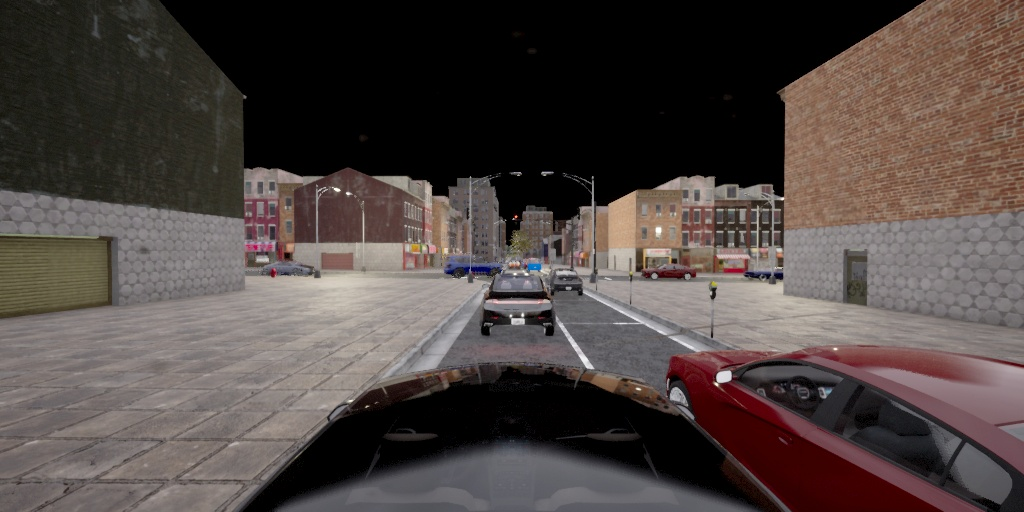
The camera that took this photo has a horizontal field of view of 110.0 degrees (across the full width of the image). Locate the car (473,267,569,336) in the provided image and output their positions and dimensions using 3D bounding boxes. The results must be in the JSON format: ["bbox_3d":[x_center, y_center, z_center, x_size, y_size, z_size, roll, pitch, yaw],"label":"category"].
[{"bbox_3d":[0.142,1.244,10.393,2.128,1.511,4.902,0,0,0],"label":"car"}]

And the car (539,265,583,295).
[{"bbox_3d":[2.723,1.318,19.303,2.007,1.370,4.403,0,0,0],"label":"car"}]

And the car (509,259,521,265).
[{"bbox_3d":[0.393,1.552,58.290,1.895,1.301,4.718,0,0,0],"label":"car"}]

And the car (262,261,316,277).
[{"bbox_3d":[-19.434,1.135,31.481,4.181,1.385,1.994,1,1,0],"label":"car"}]

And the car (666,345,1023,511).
[{"bbox_3d":[2.638,1.294,2.428,1.888,1.381,4.507,0,0,0],"label":"car"}]

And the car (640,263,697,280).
[{"bbox_3d":[14.863,1.466,34.192,5.008,1.535,1.882,1,1,0],"label":"car"}]

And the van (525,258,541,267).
[{"bbox_3d":[2.860,1.215,46.258,1.690,1.789,3.998,0,0,0],"label":"van"}]

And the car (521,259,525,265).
[{"bbox_3d":[2.914,1.255,56.839,2.192,1.841,5.009,0,0,0],"label":"car"}]

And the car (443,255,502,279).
[{"bbox_3d":[-3.463,0.992,32.672,5.566,2.045,2.150,0,1,-19],"label":"car"}]

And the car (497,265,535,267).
[{"bbox_3d":[0.219,1.371,20.436,1.895,1.301,4.718,0,0,1],"label":"car"}]

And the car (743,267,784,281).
[{"bbox_3d":[24.823,1.720,34.127,4.718,1.301,1.895,1,1,0],"label":"car"}]
